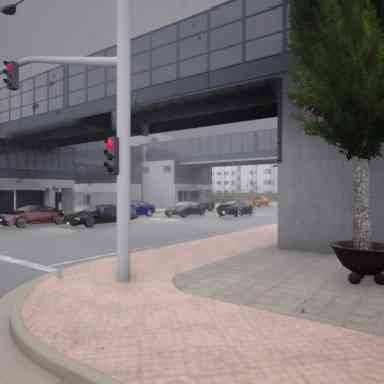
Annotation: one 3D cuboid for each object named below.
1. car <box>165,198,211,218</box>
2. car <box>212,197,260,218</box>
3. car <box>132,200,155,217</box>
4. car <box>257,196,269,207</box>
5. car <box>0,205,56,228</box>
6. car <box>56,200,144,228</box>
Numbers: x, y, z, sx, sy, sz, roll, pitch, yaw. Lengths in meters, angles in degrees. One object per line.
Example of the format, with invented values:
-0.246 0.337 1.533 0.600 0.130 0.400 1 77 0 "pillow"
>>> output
-0.507 1.526 30.459 1.812 1.442 4.674 0 0 36 "car"
4.163 1.504 30.614 1.837 1.490 4.892 0 0 36 "car"
-5.434 1.478 29.634 1.882 1.535 5.008 0 0 36 "car"
10.055 1.359 50.862 2.097 1.767 4.553 0 0 36 "car"
-10.702 1.564 22.356 1.994 1.385 4.181 0 0 36 "car"
-6.114 1.547 22.726 2.033 1.411 5.357 0 0 36 "car"
